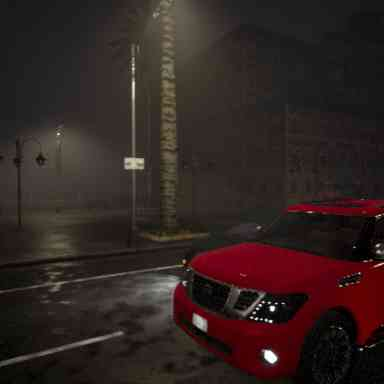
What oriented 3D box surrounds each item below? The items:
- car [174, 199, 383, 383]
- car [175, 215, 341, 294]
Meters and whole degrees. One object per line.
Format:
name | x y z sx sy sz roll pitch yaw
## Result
car | 2.453 1.170 5.377 5.566 2.045 2.150 0 0 -31
car | 1.860 1.487 9.094 4.181 1.385 1.994 0 1 -31
